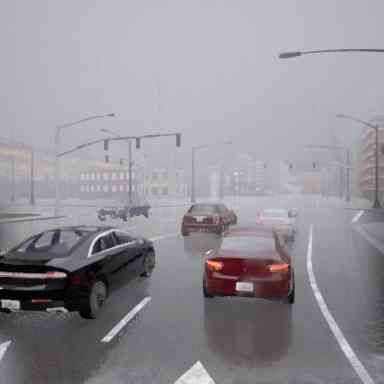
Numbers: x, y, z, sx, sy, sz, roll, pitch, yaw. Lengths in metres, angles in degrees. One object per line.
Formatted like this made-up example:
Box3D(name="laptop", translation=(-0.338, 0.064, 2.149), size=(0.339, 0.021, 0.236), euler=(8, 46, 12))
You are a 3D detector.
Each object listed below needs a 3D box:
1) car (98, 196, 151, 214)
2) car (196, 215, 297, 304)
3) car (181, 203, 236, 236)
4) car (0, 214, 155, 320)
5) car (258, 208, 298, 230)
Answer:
Box3D(name="car", translation=(-4.641, 1.009, 23.345), size=(2.097, 1.767, 4.553), euler=(0, 0, 20))
Box3D(name="car", translation=(1.465, 1.526, 8.175), size=(1.812, 1.442, 4.674), euler=(0, 0, 13))
Box3D(name="car", translation=(1.070, 1.352, 18.071), size=(2.097, 1.767, 4.553), euler=(0, 0, 19))
Box3D(name="car", translation=(-2.279, 1.491, 7.427), size=(2.128, 1.511, 4.902), euler=(0, 0, 11))
Box3D(name="car", translation=(4.215, 1.526, 16.604), size=(1.812, 1.442, 4.674), euler=(0, 0, 20))
